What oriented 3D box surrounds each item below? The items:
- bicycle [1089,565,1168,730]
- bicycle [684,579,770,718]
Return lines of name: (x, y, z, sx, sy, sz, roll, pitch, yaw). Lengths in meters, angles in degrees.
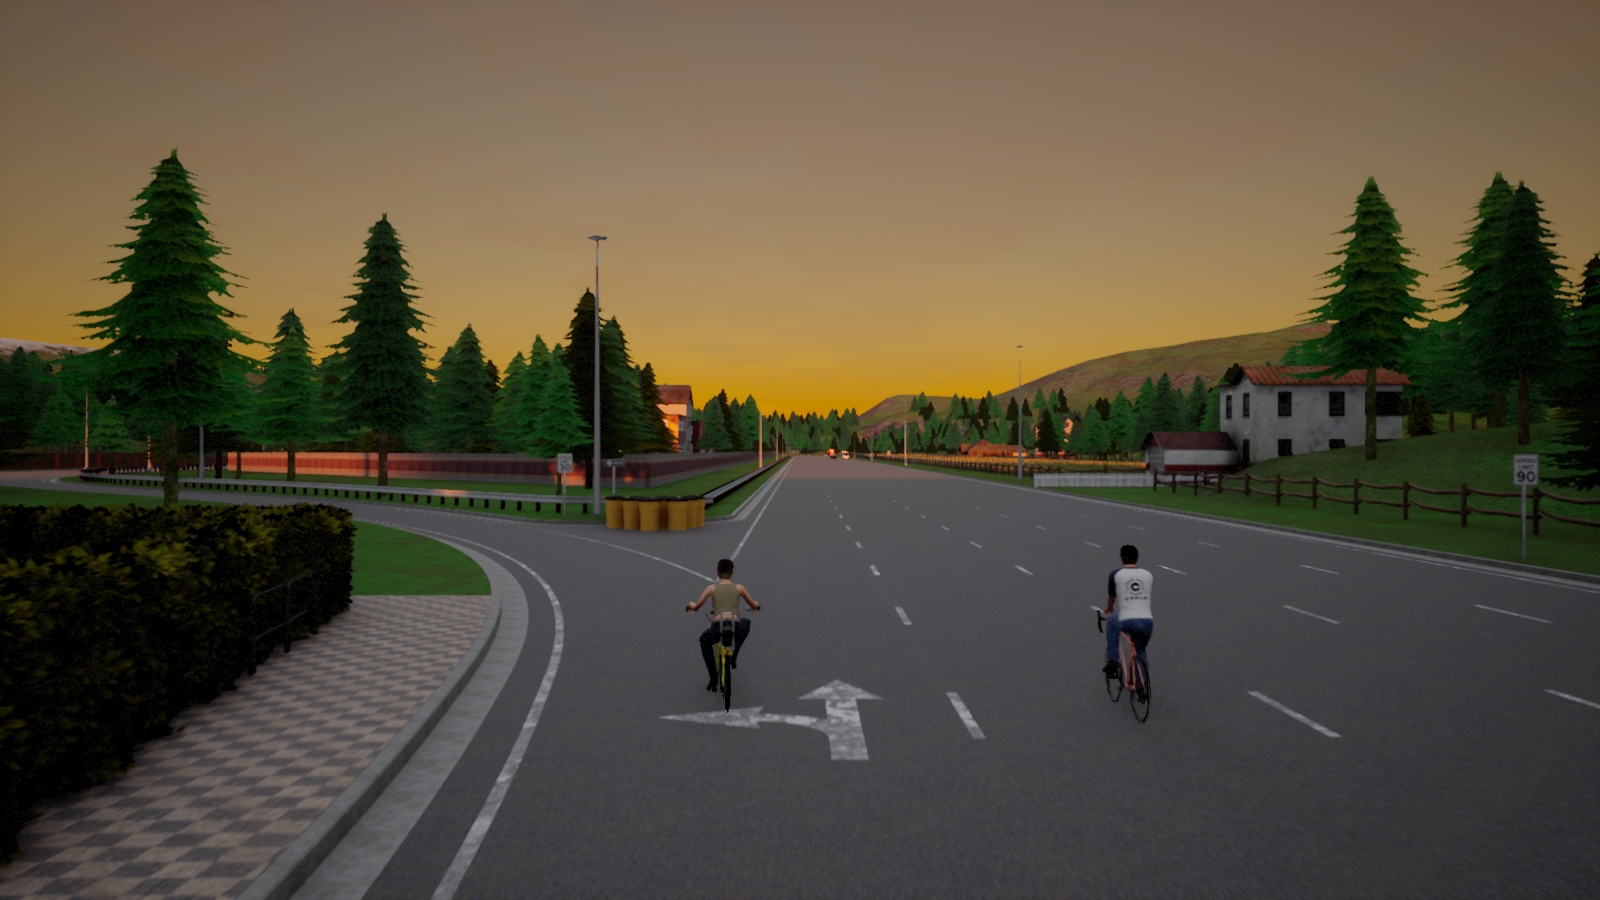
bicycle: (3.504, 2.064, 12.273, 0.373, 1.496, 1.643, 0, 0, 0)
bicycle: (-0.841, 2.166, 12.758, 0.859, 1.276, 1.487, 0, 0, -7)
